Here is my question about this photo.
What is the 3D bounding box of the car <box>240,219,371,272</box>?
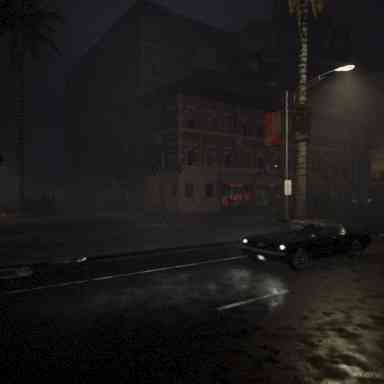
[{"bbox_3d":[3.824,1.601,10.969,4.718,1.301,1.895,0,0,-35],"label":"car"}]
